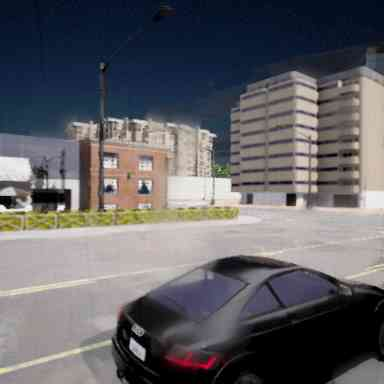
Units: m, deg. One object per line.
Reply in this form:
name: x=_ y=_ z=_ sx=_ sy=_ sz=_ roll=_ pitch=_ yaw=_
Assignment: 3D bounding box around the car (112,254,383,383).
car: x=1.075 y=1.592 z=4.576 sx=4.181 sy=1.385 sz=1.994 roll=1 pitch=0 yaw=-35
